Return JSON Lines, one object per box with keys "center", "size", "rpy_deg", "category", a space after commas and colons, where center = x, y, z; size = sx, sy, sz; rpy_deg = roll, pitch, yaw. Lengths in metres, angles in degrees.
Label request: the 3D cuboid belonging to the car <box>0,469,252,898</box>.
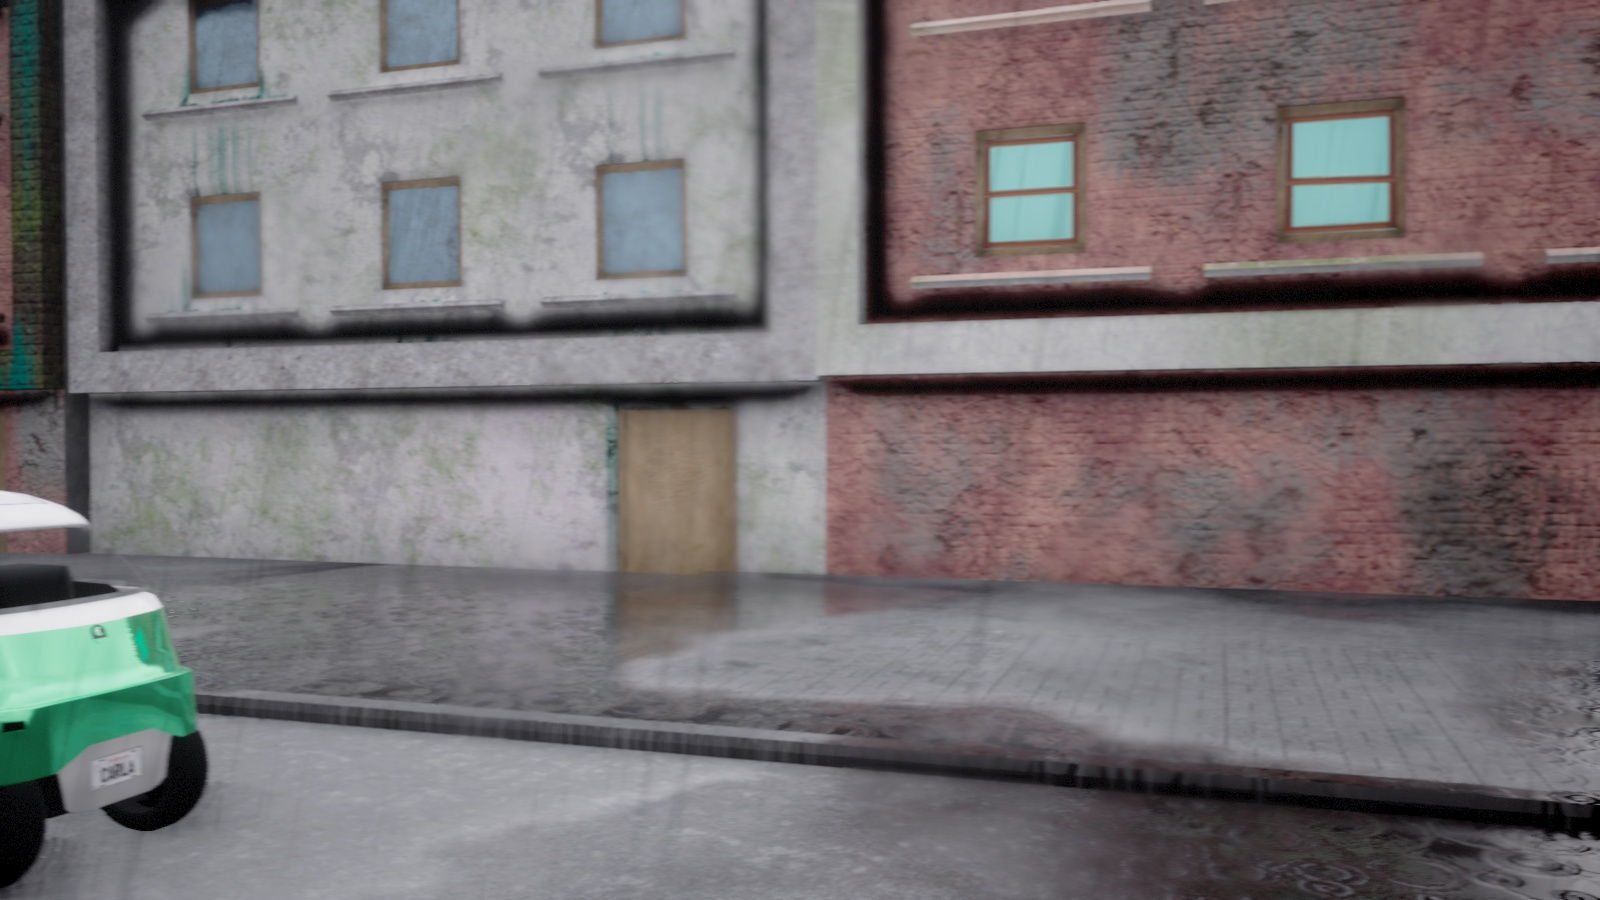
{"center": [-3.587, 0.789, 4.928], "size": [2.207, 1.376, 1.481], "rpy_deg": [1, 1, 19], "category": "car"}
